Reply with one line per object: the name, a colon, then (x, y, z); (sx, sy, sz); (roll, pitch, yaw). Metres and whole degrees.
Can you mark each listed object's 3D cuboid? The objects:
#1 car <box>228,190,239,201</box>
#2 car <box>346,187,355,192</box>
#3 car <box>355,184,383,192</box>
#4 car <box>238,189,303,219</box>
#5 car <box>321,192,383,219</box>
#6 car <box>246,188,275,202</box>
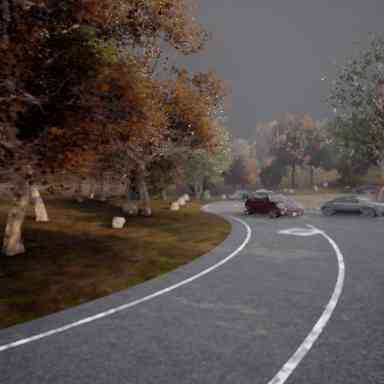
car: (6.592, 0.452, 45.200); (2.128, 1.511, 4.902); (-1, 1, 36)
car: (27.877, -0.464, 54.393); (4.902, 1.511, 2.128); (-1, 1, 10)
car: (28.040, -0.309, 51.099); (4.181, 1.385, 1.994); (-1, 1, 12)
car: (5.606, 0.843, 23.350); (2.097, 1.767, 4.553); (-2, 1, -25)
car: (10.614, 0.933, 21.628); (1.994, 1.385, 4.181); (-3, 2, -38)
car: (8.953, 0.412, 43.021); (1.882, 1.535, 5.008); (-2, 1, 35)
